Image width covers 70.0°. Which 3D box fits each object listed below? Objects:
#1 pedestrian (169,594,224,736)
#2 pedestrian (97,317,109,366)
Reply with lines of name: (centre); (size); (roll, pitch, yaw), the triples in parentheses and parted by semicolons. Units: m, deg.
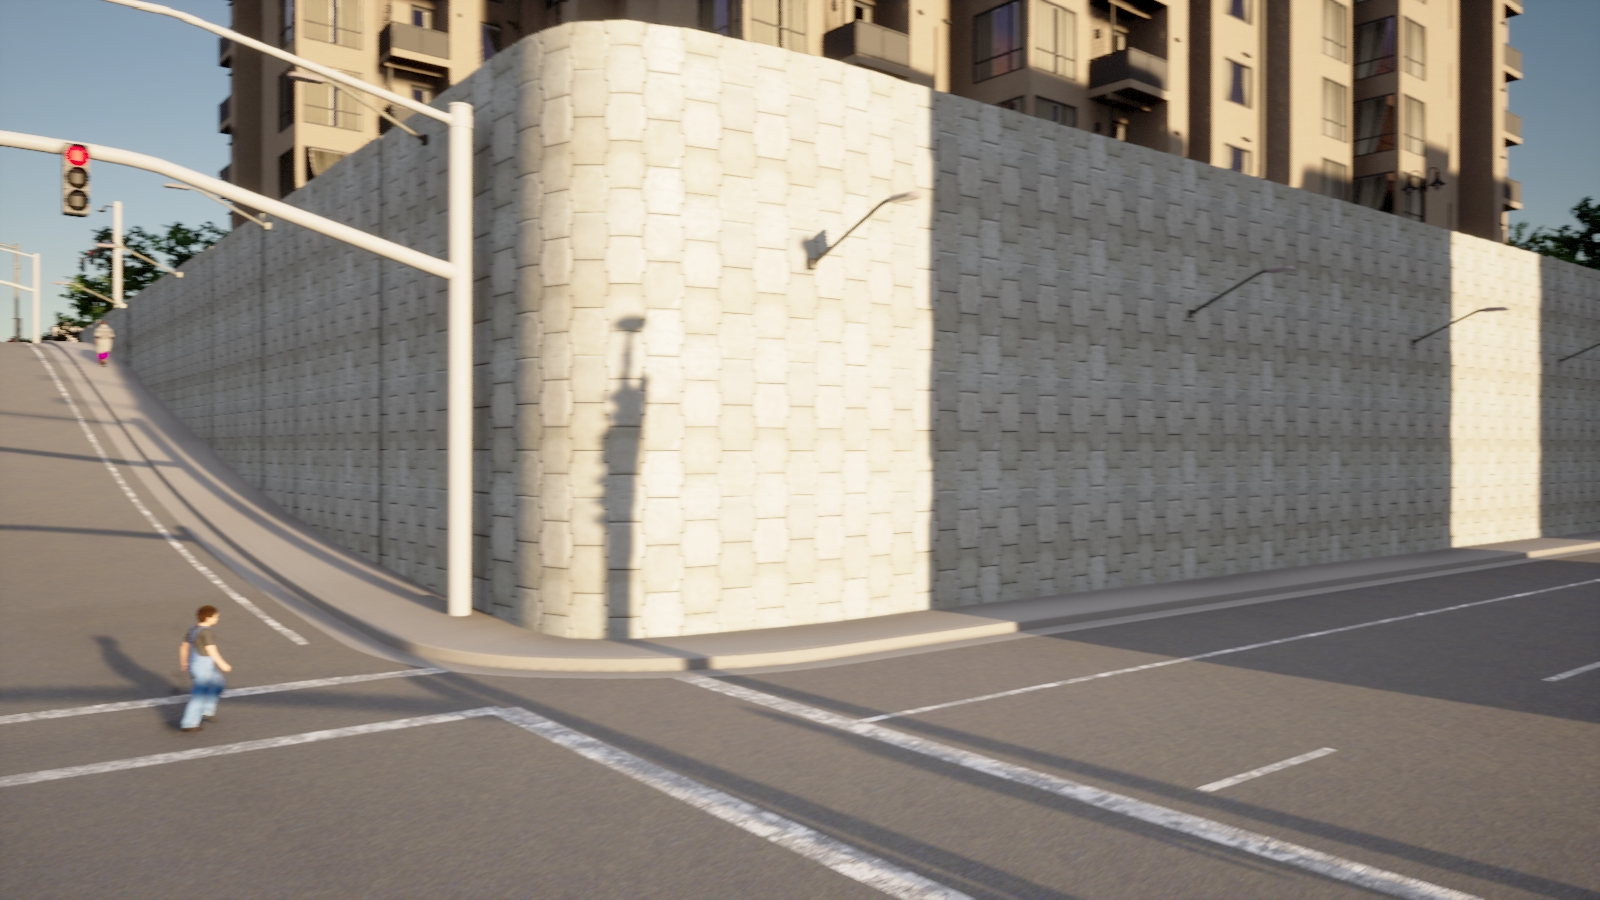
pedestrian: (-5.978, 2.114, 11.319); (0.375, 1.300, 0.375); (0, 0, 41)
pedestrian: (-27.086, -4.198, 44.407); (0.375, 1.860, 0.375); (0, 0, -38)
